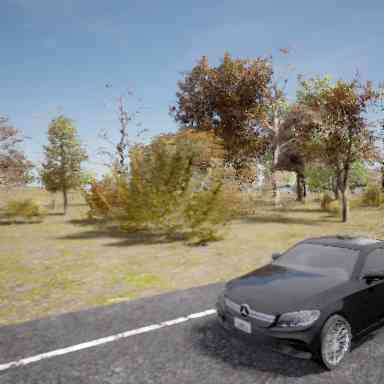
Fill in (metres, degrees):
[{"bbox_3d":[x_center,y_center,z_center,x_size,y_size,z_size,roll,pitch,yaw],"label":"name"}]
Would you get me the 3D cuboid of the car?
[{"bbox_3d":[2.557,1.546,5.876,4.674,1.442,1.812,0,0,-36],"label":"car"}]
